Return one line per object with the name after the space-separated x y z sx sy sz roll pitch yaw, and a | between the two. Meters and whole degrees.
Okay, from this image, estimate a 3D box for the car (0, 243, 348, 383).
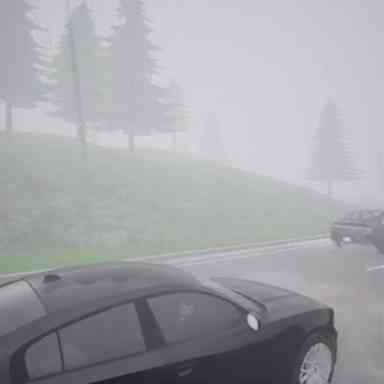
-0.529 1.472 3.338 5.008 1.535 1.882 0 0 -35 | car

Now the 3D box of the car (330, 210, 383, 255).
7.522 1.469 13.243 4.902 1.511 2.128 0 0 -35 | car
